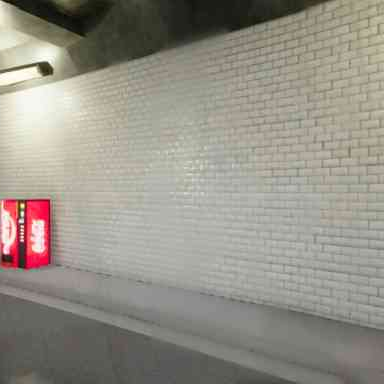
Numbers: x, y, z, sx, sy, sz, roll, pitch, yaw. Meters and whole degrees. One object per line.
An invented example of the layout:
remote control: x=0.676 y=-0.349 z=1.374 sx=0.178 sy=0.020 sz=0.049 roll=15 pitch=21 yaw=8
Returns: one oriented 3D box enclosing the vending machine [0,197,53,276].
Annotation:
vending machine: x=-4.801 y=1.195 z=9.626 sx=0.880 sy=2.100 sz=1.100 roll=0 pitch=0 yaw=30
